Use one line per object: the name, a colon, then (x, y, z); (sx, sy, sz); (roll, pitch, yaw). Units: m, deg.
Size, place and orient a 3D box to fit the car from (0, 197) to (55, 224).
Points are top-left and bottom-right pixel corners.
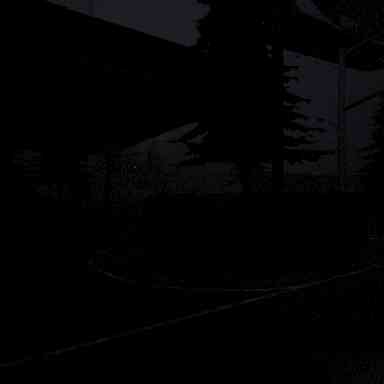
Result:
car: (-11.923, 1.313, 23.512); (3.866, 1.878, 1.905); (0, 0, -36)
